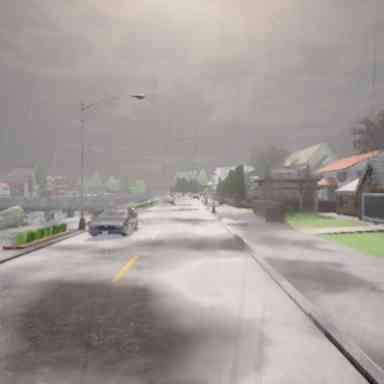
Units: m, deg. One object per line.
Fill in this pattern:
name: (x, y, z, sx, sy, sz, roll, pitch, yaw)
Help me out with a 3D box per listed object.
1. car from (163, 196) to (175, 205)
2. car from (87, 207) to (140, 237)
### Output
car: (-4.042, 1.508, 59.091, 1.882, 1.535, 5.008, 0, 0, 1)
car: (-4.099, 1.557, 18.348, 2.033, 1.411, 5.357, 0, 0, 0)
